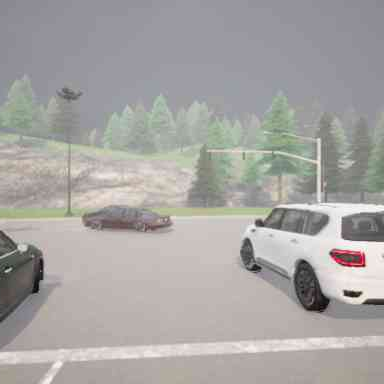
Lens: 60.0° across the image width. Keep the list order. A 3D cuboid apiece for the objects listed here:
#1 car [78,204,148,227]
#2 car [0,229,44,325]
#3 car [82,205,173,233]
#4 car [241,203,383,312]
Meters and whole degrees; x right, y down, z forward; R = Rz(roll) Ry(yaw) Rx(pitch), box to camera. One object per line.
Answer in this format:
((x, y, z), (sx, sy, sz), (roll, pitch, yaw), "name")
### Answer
((-5.730, 1.674, 24.351), (4.674, 1.442, 1.812), (0, -1, 15), "car")
((-4.159, 1.388, 5.901), (2.097, 1.767, 4.553), (0, 0, -12), "car")
((-3.886, 1.671, 20.272), (5.357, 1.411, 2.033), (0, 0, 20), "car")
((2.958, 1.271, 8.072), (2.150, 2.045, 5.566), (0, 0, -10), "car")
